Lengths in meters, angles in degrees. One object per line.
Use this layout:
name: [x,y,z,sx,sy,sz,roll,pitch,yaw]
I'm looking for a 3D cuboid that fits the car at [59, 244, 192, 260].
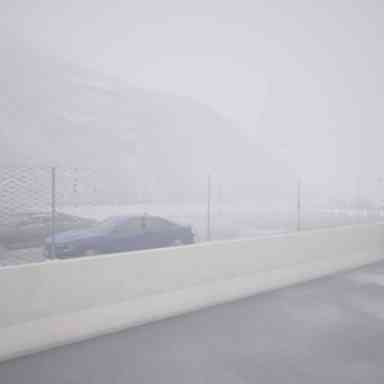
car: [-2.241,1.500,11.163,5.008,1.535,1.882,0,0,-37]
